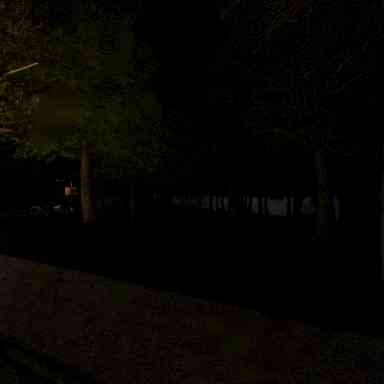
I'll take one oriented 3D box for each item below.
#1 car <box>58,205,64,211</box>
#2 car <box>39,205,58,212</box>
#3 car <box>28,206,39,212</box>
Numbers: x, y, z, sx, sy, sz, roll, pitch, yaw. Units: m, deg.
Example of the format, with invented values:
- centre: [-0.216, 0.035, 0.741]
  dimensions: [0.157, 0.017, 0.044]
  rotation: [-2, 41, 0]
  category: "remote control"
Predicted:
- centre: [-35.052, 4.238, 87.477]
  dimensions: [2.128, 1.511, 4.902]
  rotation: [0, -2, -9]
  category: "car"
- centre: [-33.342, 3.886, 77.193]
  dimensions: [1.837, 1.490, 4.892]
  rotation: [0, -2, -9]
  category: "car"
- centre: [-36.762, 4.000, 77.948]
  dimensions: [2.033, 1.411, 5.357]
  rotation: [0, -2, -9]
  category: "car"
